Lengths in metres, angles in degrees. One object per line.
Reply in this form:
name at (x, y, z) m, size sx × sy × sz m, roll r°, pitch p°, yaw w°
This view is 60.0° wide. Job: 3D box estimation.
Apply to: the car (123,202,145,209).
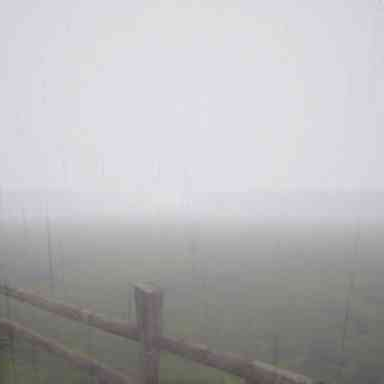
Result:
car at (-11.909, 2.769, 68.467) m, size 1.882 × 1.535 × 5.008 m, roll -2°, pitch -2°, yaw 36°
